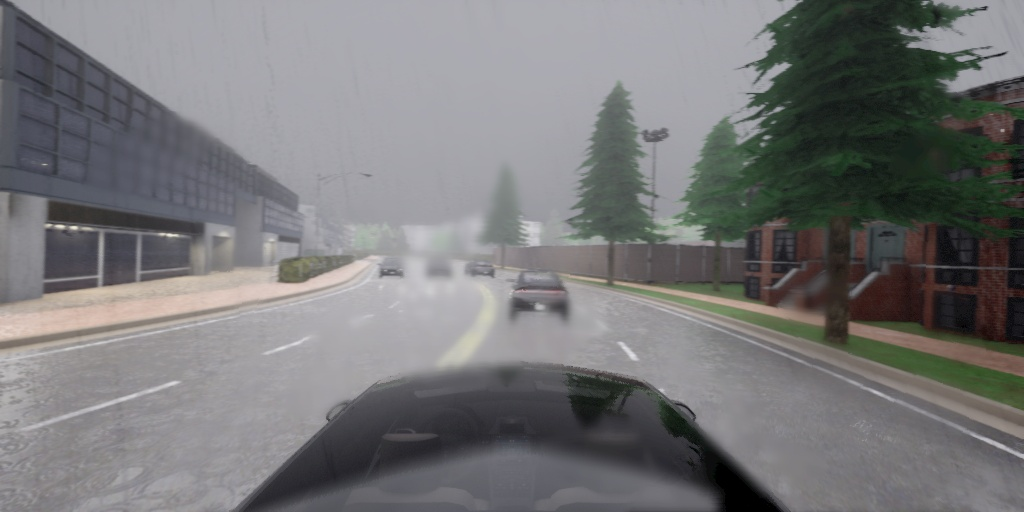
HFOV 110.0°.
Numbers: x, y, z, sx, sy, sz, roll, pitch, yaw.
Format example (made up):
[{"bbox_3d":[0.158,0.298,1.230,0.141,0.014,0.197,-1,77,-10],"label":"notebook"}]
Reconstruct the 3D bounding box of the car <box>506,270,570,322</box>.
[{"bbox_3d":[0.843,1.251,12.517,2.128,1.511,4.902,2,0,0],"label":"car"}]

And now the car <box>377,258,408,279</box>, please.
[{"bbox_3d":[-9.095,0.900,27.394,1.837,1.490,4.892,2,0,-18],"label":"car"}]

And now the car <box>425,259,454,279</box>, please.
[{"bbox_3d":[-5.887,1.007,28.850,1.837,1.490,4.892,2,0,-18],"label":"car"}]

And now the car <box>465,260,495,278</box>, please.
[{"bbox_3d":[-2.829,1.094,31.070,2.128,1.511,4.902,2,0,-18],"label":"car"}]
